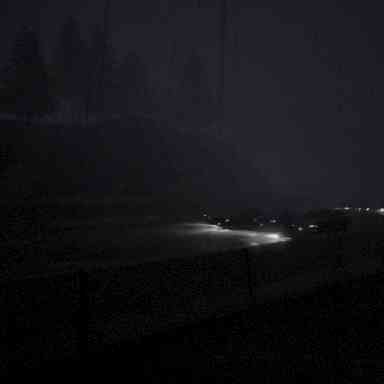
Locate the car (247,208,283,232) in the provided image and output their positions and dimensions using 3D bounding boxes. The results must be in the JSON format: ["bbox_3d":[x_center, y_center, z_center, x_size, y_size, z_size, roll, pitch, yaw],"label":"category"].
[{"bbox_3d":[6.095,1.799,22.532,4.674,1.442,1.812,0,-1,-42],"label":"car"}]

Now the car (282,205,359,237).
[{"bbox_3d":[7.489,1.715,19.096,4.892,1.490,1.837,1,-1,-42],"label":"car"}]

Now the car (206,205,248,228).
[{"bbox_3d":[3.850,1.883,25.182,5.357,1.411,2.033,0,-1,-42],"label":"car"}]

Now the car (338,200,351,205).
[{"bbox_3d":[28.449,2.151,62.138,1.994,1.385,4.181,-1,-1,29],"label":"car"}]

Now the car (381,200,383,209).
[{"bbox_3d":[31.893,1.955,54.093,2.128,1.511,4.902,-1,-1,32],"label":"car"}]

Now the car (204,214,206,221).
[{"bbox_3d":[3.169,1.908,29.375,4.892,1.490,1.837,0,-1,-44],"label":"car"}]

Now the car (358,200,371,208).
[{"bbox_3d":[29.961,2.143,57.618,2.033,1.411,5.357,-1,-1,30],"label":"car"}]
